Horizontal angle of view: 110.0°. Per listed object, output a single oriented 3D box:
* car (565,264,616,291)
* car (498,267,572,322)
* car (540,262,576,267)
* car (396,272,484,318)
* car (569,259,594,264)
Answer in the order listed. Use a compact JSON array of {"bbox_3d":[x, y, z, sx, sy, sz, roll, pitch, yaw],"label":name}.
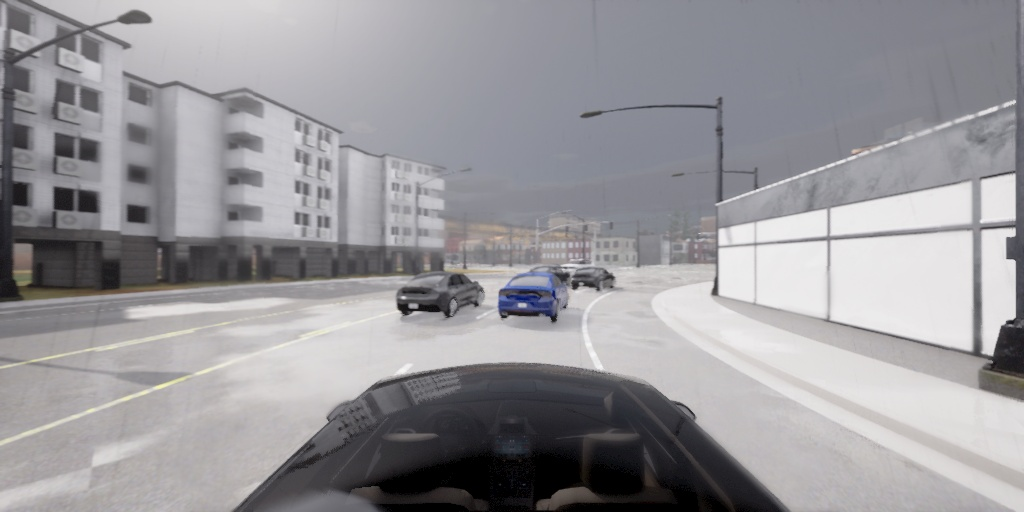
[{"bbox_3d":[5.566,1.498,24.226,1.837,1.490,4.892,0,0,32],"label":"car"},{"bbox_3d":[0.932,1.340,13.125,1.882,1.535,5.008,0,0,14],"label":"car"},{"bbox_3d":[2.657,1.471,26.156,1.882,1.535,5.008,0,0,32],"label":"car"},{"bbox_3d":[-2.539,1.355,13.716,1.837,1.490,4.892,0,0,14],"label":"car"},{"bbox_3d":[7.956,1.391,43.483,2.150,2.045,5.566,0,-1,43],"label":"car"}]
